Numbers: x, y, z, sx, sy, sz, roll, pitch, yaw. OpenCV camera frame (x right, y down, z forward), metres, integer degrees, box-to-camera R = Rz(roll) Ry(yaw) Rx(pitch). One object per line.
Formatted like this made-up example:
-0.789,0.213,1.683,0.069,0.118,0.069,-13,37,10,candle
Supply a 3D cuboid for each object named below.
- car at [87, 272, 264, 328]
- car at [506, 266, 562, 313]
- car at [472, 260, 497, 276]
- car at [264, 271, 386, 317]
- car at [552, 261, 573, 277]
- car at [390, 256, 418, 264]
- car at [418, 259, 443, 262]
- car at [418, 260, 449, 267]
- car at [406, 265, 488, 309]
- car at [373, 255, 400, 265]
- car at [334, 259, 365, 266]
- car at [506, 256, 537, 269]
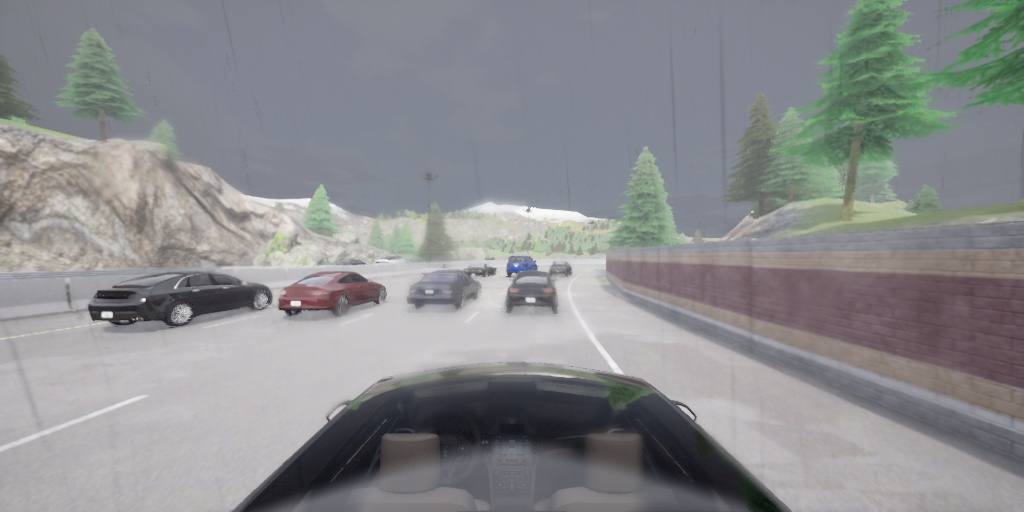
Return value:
-9.924,1.227,11.360,1.837,1.490,4.892,0,0,4,car
0.830,1.281,13.993,1.812,1.442,4.674,0,0,5,car
-2.840,1.351,33.737,1.895,1.301,4.718,0,0,14,car
-6.284,1.260,13.026,1.812,1.442,4.674,0,0,5,car
5.005,1.266,35.987,2.128,1.511,4.902,0,0,15,car
-15.324,1.209,53.329,2.128,1.511,4.902,0,0,20,car
-11.370,1.221,53.998,2.128,1.511,4.902,0,0,21,car
-6.536,1.339,33.311,1.895,1.301,4.718,0,0,13,car
-2.613,1.293,14.965,2.033,1.411,5.357,0,0,6,car
-18.614,0.929,54.586,2.150,2.045,5.566,0,0,20,car
-23.325,1.197,51.644,1.837,1.490,4.892,0,0,18,car
1.050,0.983,34.855,2.150,2.045,5.566,0,0,15,car
